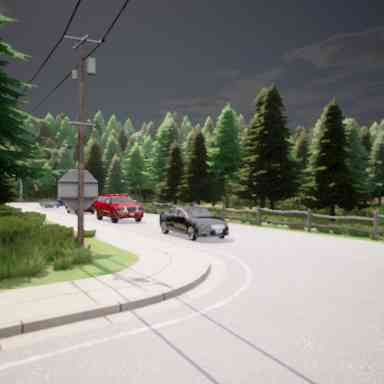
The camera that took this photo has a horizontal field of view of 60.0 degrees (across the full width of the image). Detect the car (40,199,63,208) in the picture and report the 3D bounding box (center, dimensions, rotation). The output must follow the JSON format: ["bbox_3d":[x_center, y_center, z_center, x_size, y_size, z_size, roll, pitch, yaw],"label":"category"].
[{"bbox_3d":[-20.215,1.669,47.194,1.895,1.301,4.718,0,0,-34],"label":"car"}]

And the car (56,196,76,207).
[{"bbox_3d":[-20.487,1.508,53.793,1.882,1.535,5.008,0,0,-34],"label":"car"}]

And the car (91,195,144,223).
[{"bbox_3d":[-5.759,1.227,25.834,2.150,2.045,5.566,0,0,-34],"label":"car"}]

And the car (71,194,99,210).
[{"bbox_3d":[-14.626,1.251,45.313,2.150,2.045,5.566,0,0,-34],"label":"car"}]

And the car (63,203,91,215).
[{"bbox_3d":[-11.465,1.615,34.258,1.895,1.301,4.718,0,0,-34],"label":"car"}]

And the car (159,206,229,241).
[{"bbox_3d":[-0.037,1.494,16.940,2.128,1.511,4.902,0,0,-30],"label":"car"}]
